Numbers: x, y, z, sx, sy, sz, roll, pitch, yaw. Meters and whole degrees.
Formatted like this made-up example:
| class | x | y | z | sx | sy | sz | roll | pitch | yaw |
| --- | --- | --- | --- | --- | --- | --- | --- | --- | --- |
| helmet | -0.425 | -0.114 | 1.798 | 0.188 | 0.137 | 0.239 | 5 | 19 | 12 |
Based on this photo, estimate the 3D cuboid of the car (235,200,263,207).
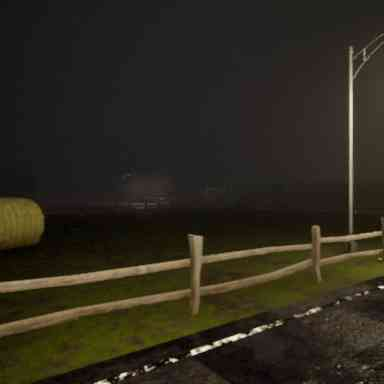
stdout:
| class | x | y | z | sx | sy | sz | roll | pitch | yaw |
| --- | --- | --- | --- | --- | --- | --- | --- | --- | --- |
| car | 9.171 | 1.869 | 53.731 | 1.895 | 1.301 | 4.718 | -1 | 0 | -35 |
